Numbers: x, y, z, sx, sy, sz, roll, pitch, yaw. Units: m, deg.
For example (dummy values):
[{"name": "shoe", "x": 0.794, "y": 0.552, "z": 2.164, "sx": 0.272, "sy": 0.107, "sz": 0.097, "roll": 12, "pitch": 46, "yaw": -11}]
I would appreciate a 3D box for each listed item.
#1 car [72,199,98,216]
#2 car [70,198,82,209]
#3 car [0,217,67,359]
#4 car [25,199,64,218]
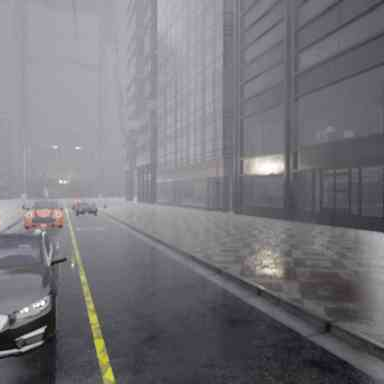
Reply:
[{"name": "car", "x": -10.261, "y": 1.606, "z": 32.008, "sx": 1.895, "sy": 1.301, "sz": 4.718, "roll": 0, "pitch": 0, "yaw": -21}, {"name": "car", "x": -14.047, "y": 1.533, "z": 41.657, "sx": 1.812, "sy": 1.442, "sz": 4.674, "roll": 0, "pitch": 0, "yaw": -22}, {"name": "car", "x": -3.438, "y": 1.491, "z": 6.099, "sx": 2.128, "sy": 1.511, "sz": 4.902, "roll": 0, "pitch": 0, "yaw": -21}, {"name": "car", "x": -9.383, "y": 1.354, "z": 21.294, "sx": 2.097, "sy": 1.767, "sz": 4.553, "roll": 0, "pitch": 0, "yaw": -21}]
